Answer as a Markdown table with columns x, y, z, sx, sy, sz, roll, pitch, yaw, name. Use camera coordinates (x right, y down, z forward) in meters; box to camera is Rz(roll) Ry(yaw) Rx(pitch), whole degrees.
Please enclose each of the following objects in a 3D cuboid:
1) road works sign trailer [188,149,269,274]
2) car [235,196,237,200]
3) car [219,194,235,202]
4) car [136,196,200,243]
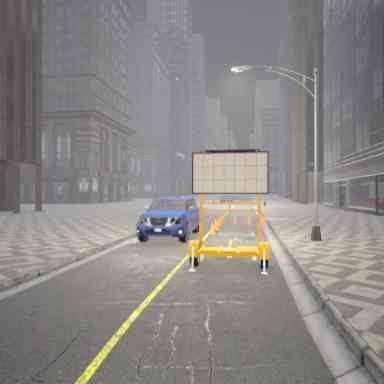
| x | y | z | sx | sy | sz | roll | pitch | yaw | name |
| --- | --- | --- | --- | --- | --- | --- | --- | --- | --- |
| 1.215 | 0.459 | 10.625 | 2.380 | 3.560 | 2.880 | 0 | 0 | 9 | road works sign trailer |
| 10.486 | 1.398 | 85.613 | 1.994 | 1.385 | 4.181 | 0 | 0 | 9 | car |
| 6.007 | 1.231 | 58.772 | 2.097 | 1.767 | 4.553 | 0 | 0 | 10 | car |
| -0.969 | 1.215 | 16.453 | 2.150 | 2.045 | 5.566 | 0 | 0 | 9 | car |
